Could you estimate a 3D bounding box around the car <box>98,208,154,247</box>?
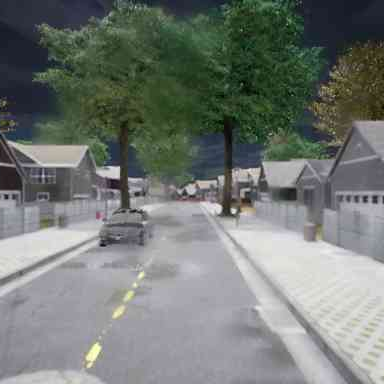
[{"bbox_3d":[-2.834,1.528,15.177,1.837,1.490,4.892,0,0,0],"label":"car"}]
